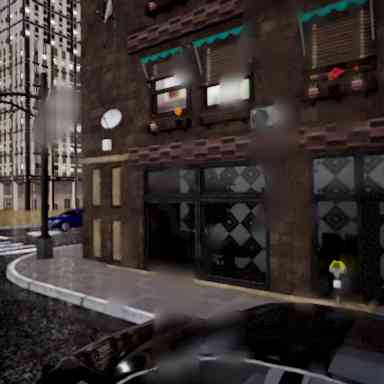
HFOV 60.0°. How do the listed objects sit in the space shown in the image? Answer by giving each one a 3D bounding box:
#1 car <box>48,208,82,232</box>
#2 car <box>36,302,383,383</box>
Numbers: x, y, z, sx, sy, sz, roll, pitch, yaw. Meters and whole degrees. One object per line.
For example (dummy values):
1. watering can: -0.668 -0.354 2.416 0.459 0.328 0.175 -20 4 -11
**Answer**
1. car: -7.920 1.845 22.919 1.812 1.442 4.674 -1 -1 33
2. car: 0.648 1.569 2.422 4.313 1.339 1.947 0 -1 36
